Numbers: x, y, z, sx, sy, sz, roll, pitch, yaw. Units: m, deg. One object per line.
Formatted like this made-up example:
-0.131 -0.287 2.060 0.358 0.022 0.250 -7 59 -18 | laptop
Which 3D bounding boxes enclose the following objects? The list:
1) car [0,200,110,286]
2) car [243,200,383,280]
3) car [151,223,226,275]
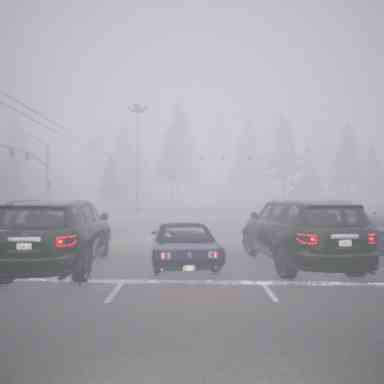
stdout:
-3.798 1.239 9.688 2.150 2.045 5.566 0 0 -6 | car
3.195 1.240 10.163 2.150 2.045 5.566 0 0 -6 | car
-0.341 1.618 10.534 1.895 1.301 4.718 0 0 -7 | car
